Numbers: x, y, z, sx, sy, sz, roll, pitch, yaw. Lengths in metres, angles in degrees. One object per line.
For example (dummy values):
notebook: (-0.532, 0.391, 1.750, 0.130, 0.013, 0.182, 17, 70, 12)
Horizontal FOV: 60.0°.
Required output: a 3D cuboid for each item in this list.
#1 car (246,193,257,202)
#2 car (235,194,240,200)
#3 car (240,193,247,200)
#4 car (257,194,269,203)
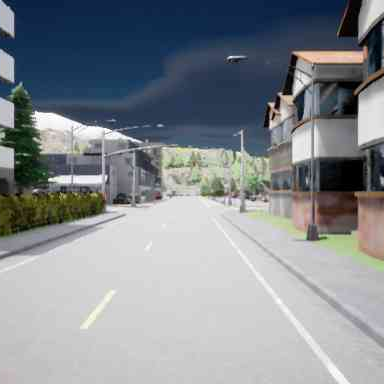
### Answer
car: (14.165, 1.143, 67.073, 5.027, 1.636, 2.152, 0, 0, 0)
car: (13.751, 1.089, 82.773, 4.605, 1.855, 1.932, 0, 0, 0)
car: (14.164, 1.068, 79.867, 3.866, 1.878, 1.905, 0, 0, 0)
car: (14.489, 1.221, 60.655, 3.806, 1.475, 1.970, 0, 0, 0)
